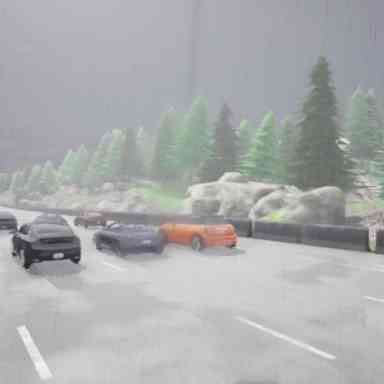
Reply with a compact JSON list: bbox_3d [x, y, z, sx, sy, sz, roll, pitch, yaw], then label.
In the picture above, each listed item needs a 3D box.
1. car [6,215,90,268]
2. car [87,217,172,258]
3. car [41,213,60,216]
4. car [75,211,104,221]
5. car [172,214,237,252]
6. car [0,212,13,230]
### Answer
[{"bbox_3d":[-5.716,1.869,12.802,1.837,1.490,4.892,1,-2,-35],"label":"car"},{"bbox_3d":[-2.947,2.008,14.948,1.994,1.385,4.181,2,-2,-35],"label":"car"},{"bbox_3d":[-11.719,2.385,27.322,1.994,1.385,4.181,2,-2,-35],"label":"car"},{"bbox_3d":[-9.111,2.433,29.700,1.812,1.442,4.674,2,-2,-35],"label":"car"},{"bbox_3d":[0.109,1.863,16.690,2.097,1.767,4.553,2,-2,-35],"label":"car"},{"bbox_3d":[-14.414,2.243,25.069,1.837,1.490,4.892,1,-2,-35],"label":"car"}]
